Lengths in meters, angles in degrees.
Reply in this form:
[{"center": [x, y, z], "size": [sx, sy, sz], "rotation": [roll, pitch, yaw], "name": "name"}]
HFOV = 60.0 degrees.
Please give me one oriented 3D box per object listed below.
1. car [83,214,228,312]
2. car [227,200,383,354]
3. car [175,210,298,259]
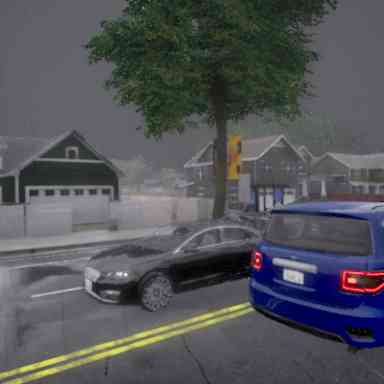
[{"center": [0.035, 1.447, 7.711], "size": [4.902, 1.511, 2.128], "rotation": [-1, 0, -36], "name": "car"}, {"center": [3.453, 1.156, 5.933], "size": [5.566, 2.045, 2.150], "rotation": [-1, 0, -37], "name": "car"}, {"center": [1.859, 1.507, 13.014], "size": [4.718, 1.301, 1.895], "rotation": [-1, 0, -36], "name": "car"}]
